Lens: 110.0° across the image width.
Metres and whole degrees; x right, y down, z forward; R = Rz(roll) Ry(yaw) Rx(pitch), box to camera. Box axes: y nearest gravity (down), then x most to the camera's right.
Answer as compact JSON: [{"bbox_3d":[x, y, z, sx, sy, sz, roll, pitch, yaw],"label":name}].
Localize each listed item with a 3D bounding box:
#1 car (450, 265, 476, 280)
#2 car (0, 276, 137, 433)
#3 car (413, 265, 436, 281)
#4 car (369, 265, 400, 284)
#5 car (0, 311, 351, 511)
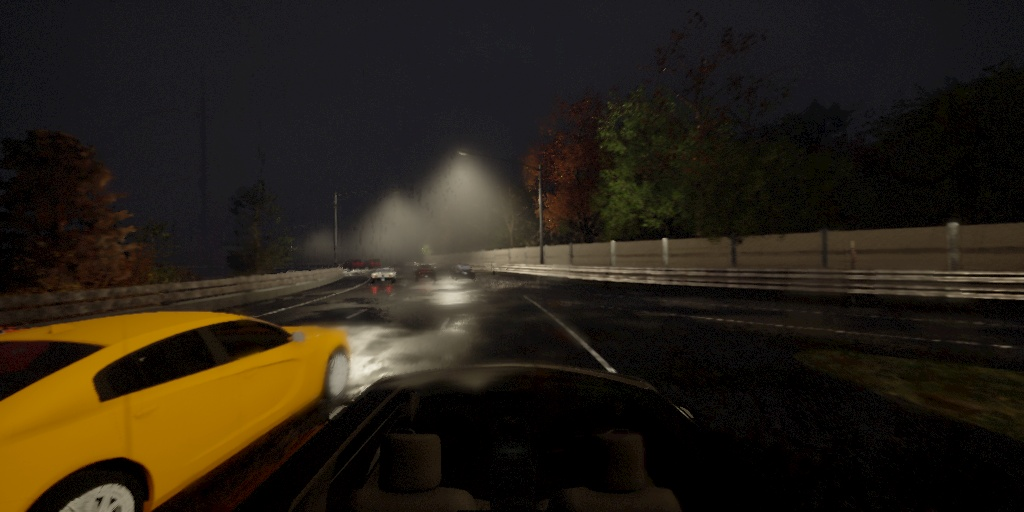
[{"bbox_3d":[-4.778,1.577,34.595,1.994,1.385,4.181,-1,0,-16],"label":"car"},{"bbox_3d":[-7.114,1.218,3.520,2.097,1.767,4.553,-1,0,-1],"label":"car"},{"bbox_3d":[-8.260,1.566,34.063,1.837,1.490,4.892,0,0,-17],"label":"car"},{"bbox_3d":[-11.163,1.690,31.593,1.895,1.301,4.718,-1,0,-15],"label":"car"},{"bbox_3d":[-3.456,1.290,3.589,1.882,1.535,5.008,-1,0,1],"label":"car"}]
